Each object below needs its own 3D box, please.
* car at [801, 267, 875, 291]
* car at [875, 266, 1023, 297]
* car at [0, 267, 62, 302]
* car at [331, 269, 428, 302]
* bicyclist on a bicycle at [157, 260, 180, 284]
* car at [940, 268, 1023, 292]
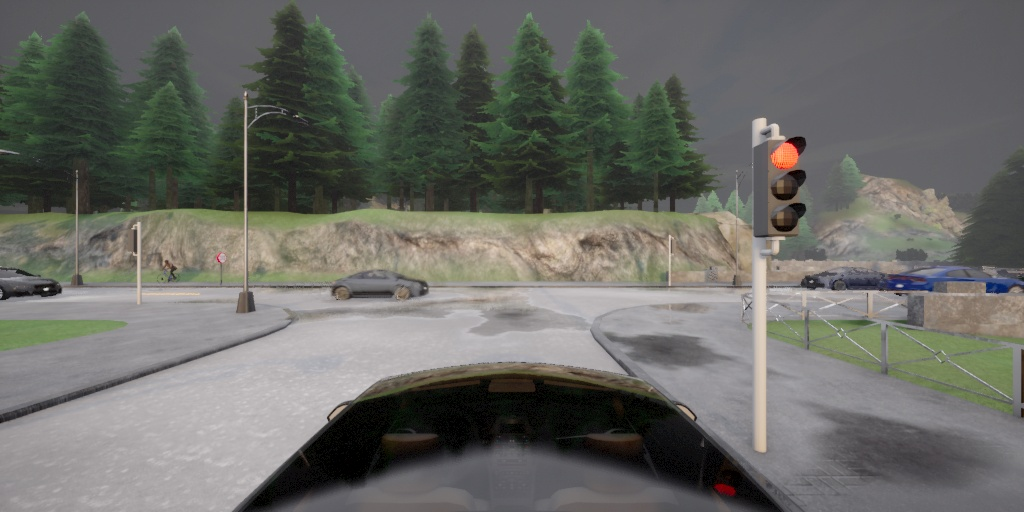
[{"bbox_3d":[19.303,1.314,20.726,4.181,1.385,1.994,0,0,0],"label":"car"},{"bbox_3d":[20.333,1.227,16.526,5.008,1.535,1.882,0,0,0],"label":"car"},{"bbox_3d":[-23.960,1.251,16.578,4.892,1.490,1.837,1,0,0],"label":"car"},{"bbox_3d":[-6.015,1.314,16.555,4.181,1.385,1.994,0,0,0],"label":"car"},{"bbox_3d":[-23.915,1.099,24.975,0.582,1.620,1.656,0,0,0],"label":"bicyclist on a bicycle"},{"bbox_3d":[28.225,1.351,20.712,4.718,1.301,1.895,0,0,0],"label":"car"}]
